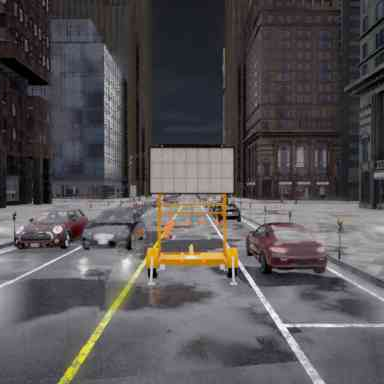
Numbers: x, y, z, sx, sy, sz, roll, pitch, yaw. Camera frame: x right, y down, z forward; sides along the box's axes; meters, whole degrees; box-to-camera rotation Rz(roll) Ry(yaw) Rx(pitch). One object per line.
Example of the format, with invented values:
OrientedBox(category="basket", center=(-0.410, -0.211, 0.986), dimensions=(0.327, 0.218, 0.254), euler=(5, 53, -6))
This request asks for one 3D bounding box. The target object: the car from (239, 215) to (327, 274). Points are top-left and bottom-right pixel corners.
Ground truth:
OrientedBox(category="car", center=(2.740, 1.578, 10.264), dimensions=(1.802, 1.307, 4.206), euler=(-1, 0, 0))

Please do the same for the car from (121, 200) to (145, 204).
OrientedBox(category="car", center=(-5.809, 1.527, 30.366), dimensions=(1.887, 1.381, 4.507), euler=(-1, 0, 0))

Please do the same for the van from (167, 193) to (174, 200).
OrientedBox(category="van", center=(-5.880, 1.170, 90.208), dimensions=(1.690, 1.788, 3.998), euler=(-1, 0, 0))

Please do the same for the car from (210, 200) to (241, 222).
OrientedBox(category="car", center=(2.722, 1.553, 25.872), dimensions=(1.947, 1.339, 4.313), euler=(-1, 0, 0))

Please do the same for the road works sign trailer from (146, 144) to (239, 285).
OrientedBox(category="road works sign trailer", center=(-0.001, 0.461, 9.446), dimensions=(2.380, 3.560, 2.880), euler=(0, 0, -1))

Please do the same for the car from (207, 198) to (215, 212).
OrientedBox(category="car", center=(2.716, 1.547, 31.076), dimensions=(1.947, 1.339, 4.313), euler=(-1, 0, 0))

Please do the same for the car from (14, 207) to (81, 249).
OrientedBox(category="car", center=(-5.792, 1.434, 14.231), dimensions=(1.967, 1.590, 4.097), euler=(-1, 0, 0))

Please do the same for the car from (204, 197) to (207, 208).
OrientedBox(category="car", center=(2.709, 1.526, 36.278), dimensions=(2.008, 1.369, 4.403), euler=(-1, 0, 0))

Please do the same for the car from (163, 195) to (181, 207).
OrientedBox(category="car", center=(-3.059, 1.515, 49.976), dimensions=(1.994, 1.385, 4.181), euler=(0, 0, 0))

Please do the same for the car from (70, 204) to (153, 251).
OrientedBox(category="car", center=(-3.118, 1.486, 14.099), dimensions=(2.128, 1.511, 4.902), euler=(0, 0, 0))

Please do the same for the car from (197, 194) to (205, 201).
OrientedBox(category="car", center=(2.660, 1.396, 79.037), dimensions=(1.752, 1.417, 4.829), euler=(-1, 0, 0))

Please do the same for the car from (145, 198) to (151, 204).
OrientedBox(category="car", center=(-5.815, 1.558, 35.743), dimensions=(1.802, 1.307, 4.206), euler=(-1, 0, 0))

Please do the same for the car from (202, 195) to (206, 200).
OrientedBox(category="car", center=(2.697, 1.482, 46.853), dimensions=(1.752, 1.417, 4.829), euler=(-1, 0, 0))

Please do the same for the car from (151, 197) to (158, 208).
OrientedBox(category="car", center=(-5.828, 1.509, 46.499), dimensions=(2.008, 1.369, 4.403), euler=(-1, 0, 0))

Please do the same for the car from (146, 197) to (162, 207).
OrientedBox(category="car", center=(-5.834, 1.512, 51.878), dimensions=(1.947, 1.339, 4.313), euler=(-1, 0, 0))
